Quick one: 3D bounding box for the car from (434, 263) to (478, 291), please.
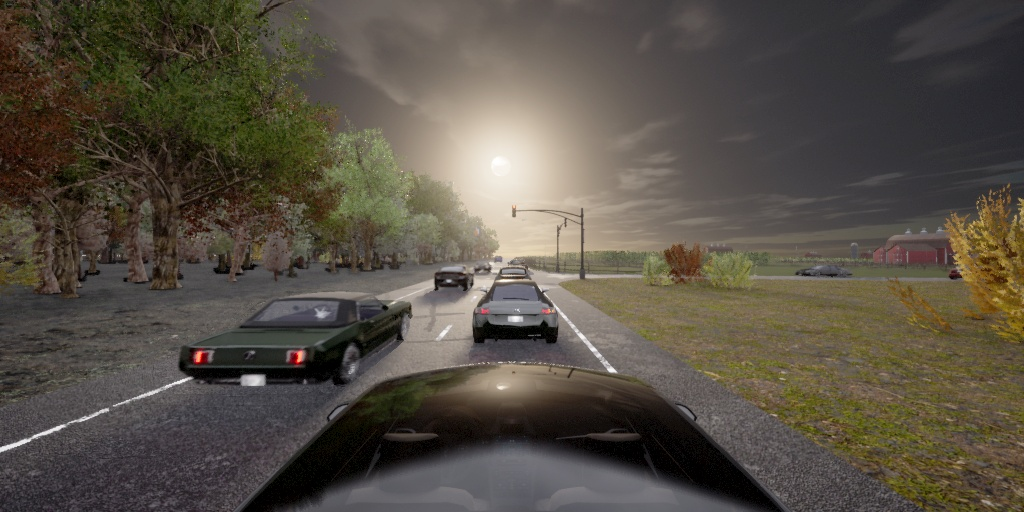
[{"bbox_3d":[-3.454,1.232,22.056,1.882,1.535,5.008,0,0,0],"label":"car"}]

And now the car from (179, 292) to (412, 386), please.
[{"bbox_3d":[-3.412,1.352,6.945,1.895,1.301,4.718,0,0,0],"label":"car"}]

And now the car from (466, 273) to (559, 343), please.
[{"bbox_3d":[0.076,1.316,9.665,1.994,1.385,4.181,0,0,0],"label":"car"}]

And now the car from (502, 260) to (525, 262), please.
[{"bbox_3d":[0.621,1.257,50.306,1.837,1.490,4.892,-2,1,-18],"label":"car"}]

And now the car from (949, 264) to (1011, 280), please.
[{"bbox_3d":[48.806,1.633,37.413,4.553,1.767,2.097,1,-1,0],"label":"car"}]

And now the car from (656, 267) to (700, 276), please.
[{"bbox_3d":[18.847,1.614,41.057,4.718,1.301,1.895,1,-1,0],"label":"car"}]

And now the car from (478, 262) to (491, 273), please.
[{"bbox_3d":[-3.518,1.357,44.556,1.895,1.301,4.718,0,0,0],"label":"car"}]

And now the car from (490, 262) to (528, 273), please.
[{"bbox_3d":[0.059,1.259,18.565,1.837,1.490,4.892,0,0,0],"label":"car"}]

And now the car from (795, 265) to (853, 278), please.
[{"bbox_3d":[35.644,1.744,41.029,5.357,1.411,2.033,1,-1,0],"label":"car"}]
